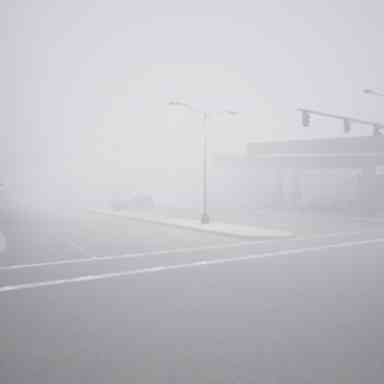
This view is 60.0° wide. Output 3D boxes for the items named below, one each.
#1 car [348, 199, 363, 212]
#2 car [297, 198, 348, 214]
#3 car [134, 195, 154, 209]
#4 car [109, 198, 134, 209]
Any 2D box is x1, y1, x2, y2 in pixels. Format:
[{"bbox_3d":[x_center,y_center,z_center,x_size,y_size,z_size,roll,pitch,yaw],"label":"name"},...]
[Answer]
[{"bbox_3d":[17.862,1.589,38.733,1.970,1.475,3.806,0,0,-31],"label":"car"},{"bbox_3d":[13.351,1.425,35.094,2.242,1.667,4.611,0,0,-31],"label":"car"},{"bbox_3d":[-7.792,1.495,51.144,2.150,2.045,5.566,0,0,-31],"label":"car"},{"bbox_3d":[-10.816,1.752,49.382,1.882,1.535,5.008,0,0,-31],"label":"car"}]
